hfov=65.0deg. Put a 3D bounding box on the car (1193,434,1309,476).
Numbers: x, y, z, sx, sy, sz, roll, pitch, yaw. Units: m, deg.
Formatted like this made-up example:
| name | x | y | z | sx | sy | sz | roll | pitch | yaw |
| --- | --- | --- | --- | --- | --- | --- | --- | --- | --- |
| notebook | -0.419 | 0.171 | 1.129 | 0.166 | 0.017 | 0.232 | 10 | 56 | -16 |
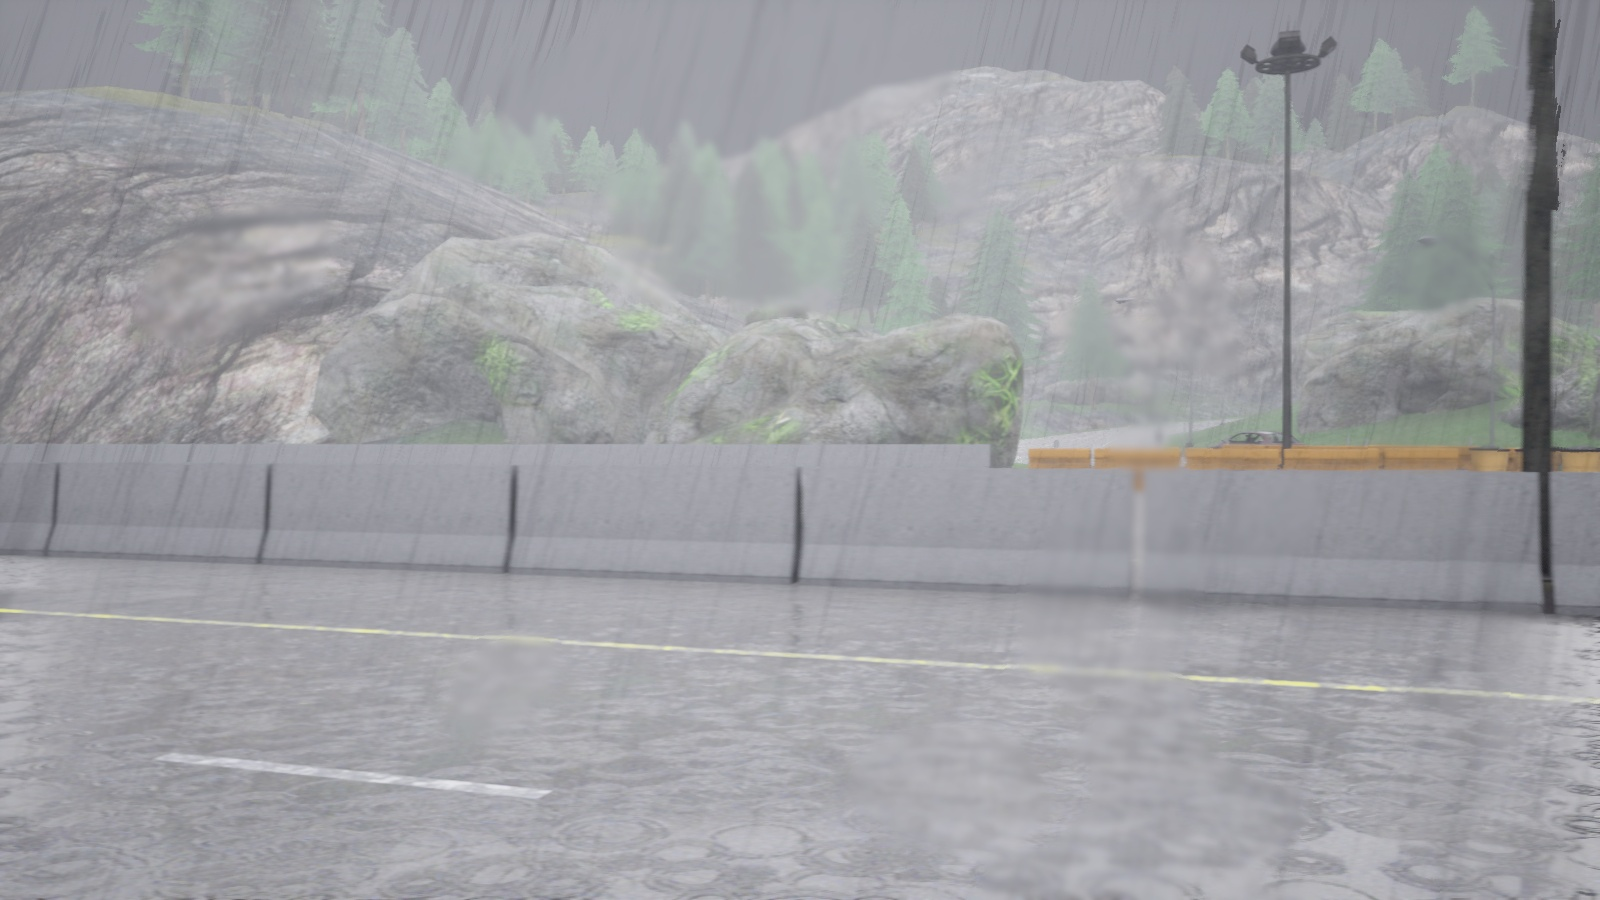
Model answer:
| name | x | y | z | sx | sy | sz | roll | pitch | yaw |
| --- | --- | --- | --- | --- | --- | --- | --- | --- | --- |
| car | 16.618 | 0.148 | 46.483 | 1.816 | 1.474 | 4.193 | 0 | 1 | -18 |
